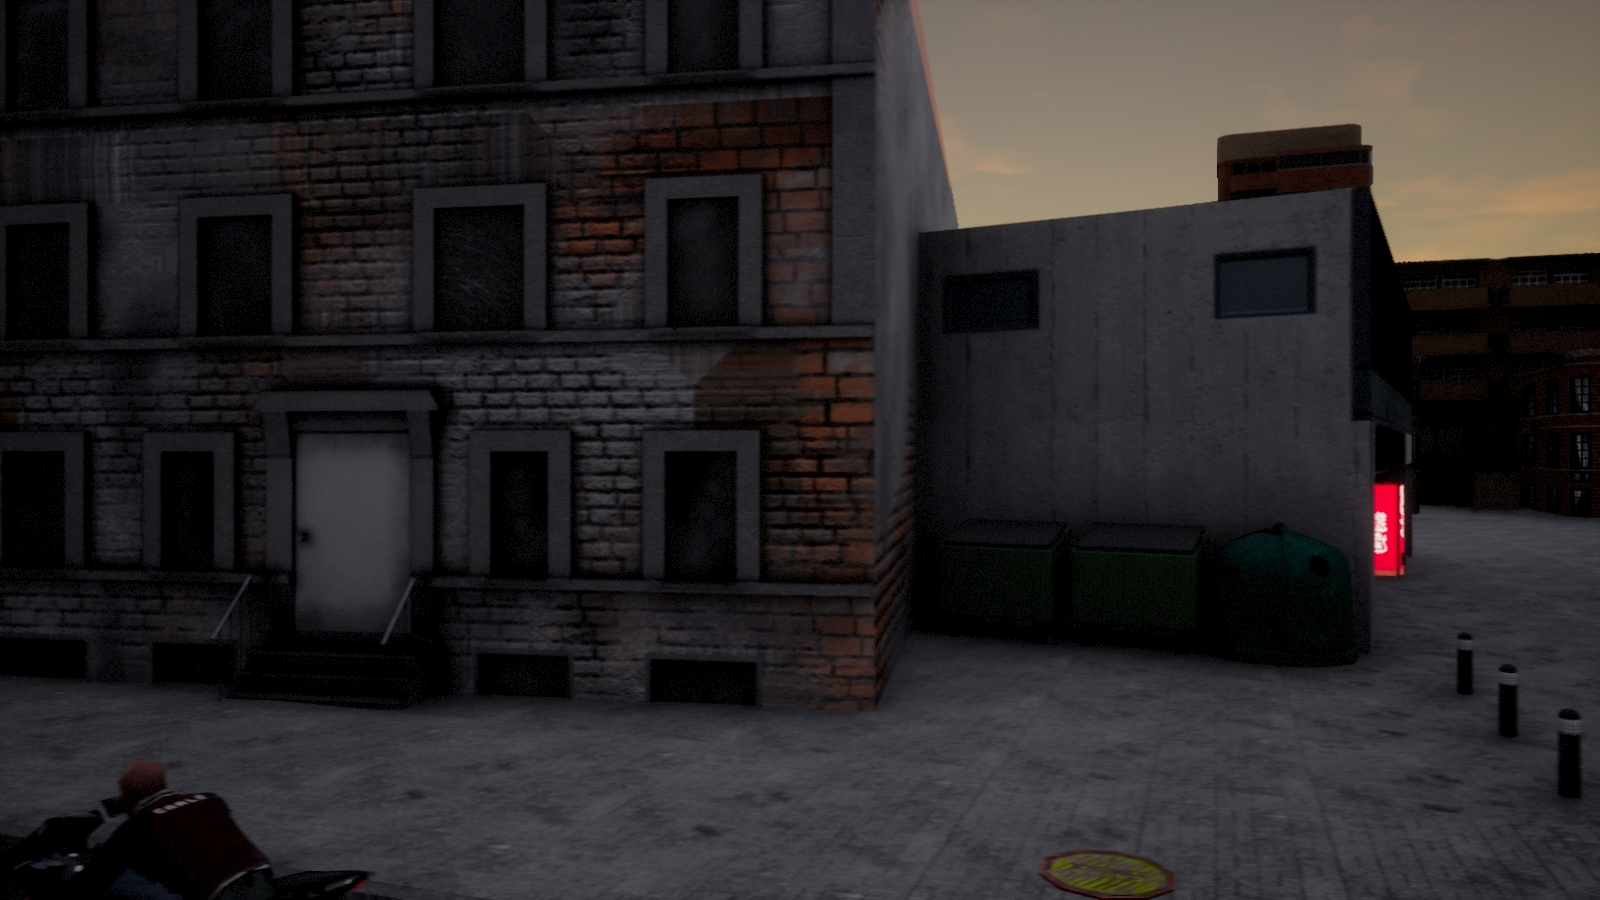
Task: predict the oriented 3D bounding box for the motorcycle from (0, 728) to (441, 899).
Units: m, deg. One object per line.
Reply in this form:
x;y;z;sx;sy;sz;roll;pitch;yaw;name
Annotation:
-2.709;1.985;4.810;2.209;1.251;0.867;0;0;20;motorcycle
